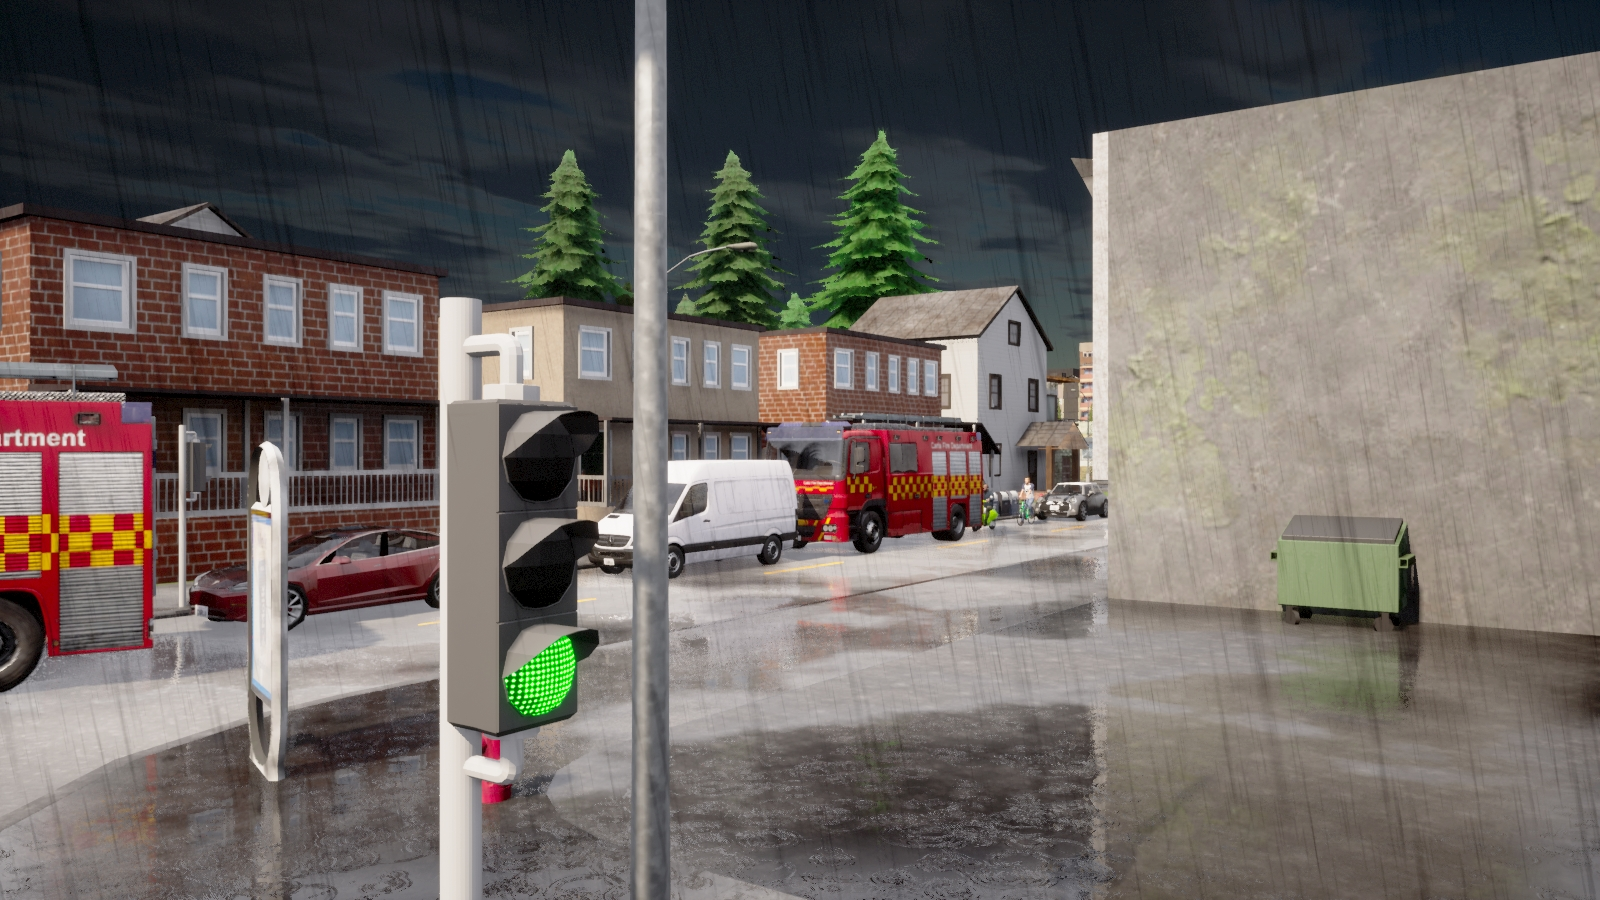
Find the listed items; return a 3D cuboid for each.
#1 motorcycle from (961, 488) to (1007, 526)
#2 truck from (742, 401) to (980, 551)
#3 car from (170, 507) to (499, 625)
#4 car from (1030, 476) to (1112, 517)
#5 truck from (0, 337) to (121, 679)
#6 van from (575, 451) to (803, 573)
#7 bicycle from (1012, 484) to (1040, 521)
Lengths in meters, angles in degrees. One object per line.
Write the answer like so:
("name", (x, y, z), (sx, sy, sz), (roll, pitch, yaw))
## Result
("motorcycle", (6.398, 1.954, 39.613), (0.856, 1.236, 1.805), (0, 0, 35))
("truck", (2.054, 0.663, 33.403), (2.891, 3.827, 8.468), (0, 0, 35))
("car", (-7.732, 1.835, 19.454), (2.163, 1.488, 4.792), (0, 0, 35))
("car", (11.003, 1.837, 46.179), (1.970, 1.475, 3.806), (0, 0, 35))
("truck", (-12.342, 0.662, 12.424), (8.468, 3.827, 2.891), (0, 0, -32))
("van", (-2.442, 1.307, 26.996), (1.988, 2.561, 5.915), (0, 0, 35))
("bicycle", (8.406, 1.928, 42.476), (0.373, 1.296, 1.643), (0, 0, 35))
